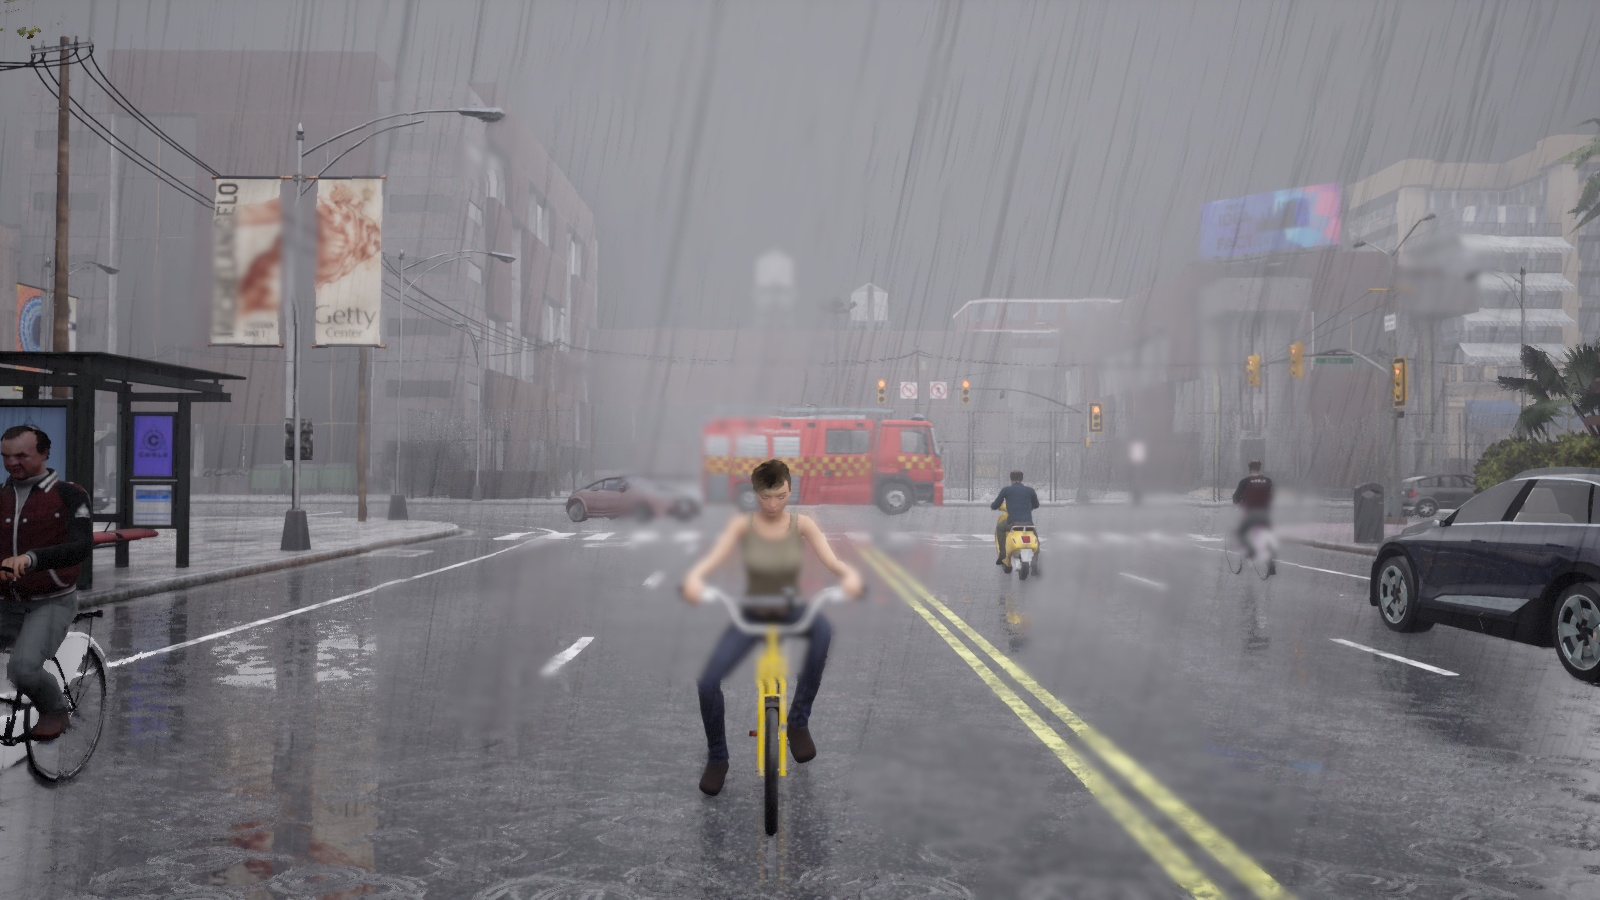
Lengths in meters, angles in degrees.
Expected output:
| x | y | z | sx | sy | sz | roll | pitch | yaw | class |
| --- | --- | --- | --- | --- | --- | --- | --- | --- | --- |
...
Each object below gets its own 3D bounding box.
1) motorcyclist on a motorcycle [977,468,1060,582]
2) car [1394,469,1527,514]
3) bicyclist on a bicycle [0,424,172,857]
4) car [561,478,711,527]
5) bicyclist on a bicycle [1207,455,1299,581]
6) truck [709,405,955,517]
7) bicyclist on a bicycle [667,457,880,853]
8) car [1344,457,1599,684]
| x | y | z | sx | sy | sz | roll | pitch | yaw | class |
| --- | --- | --- | --- | --- | --- | --- | --- | --- | --- |
| 3.196 | 1.066 | 18.522 | 0.866 | 1.590 | 1.817 | 0 | -1 | -1 | motorcyclist on a motorcycle |
| 23.174 | 1.439 | 44.163 | 3.705 | 1.549 | 1.789 | 0 | -1 | 7 | car |
| -3.621 | 0.795 | 5.670 | 0.659 | 1.776 | 1.843 | 0 | -1 | -1 | bicyclist on a bicycle |
| -4.895 | 1.523 | 37.325 | 4.181 | 1.385 | 1.994 | -1 | -1 | 35 | car |
| 6.694 | 0.971 | 18.659 | 0.659 | 1.776 | 1.843 | 0 | -1 | -1 | bicyclist on a bicycle |
| 1.094 | 0.393 | 44.631 | 8.468 | 3.827 | 2.891 | 0 | -1 | 0 | truck |
| -0.120 | 0.850 | 5.896 | 0.866 | 1.612 | 1.509 | 0 | -1 | -1 | bicyclist on a bicycle |
| 6.807 | 0.900 | 10.864 | 2.033 | 1.649 | 4.856 | 0 | -1 | -1 | car |
